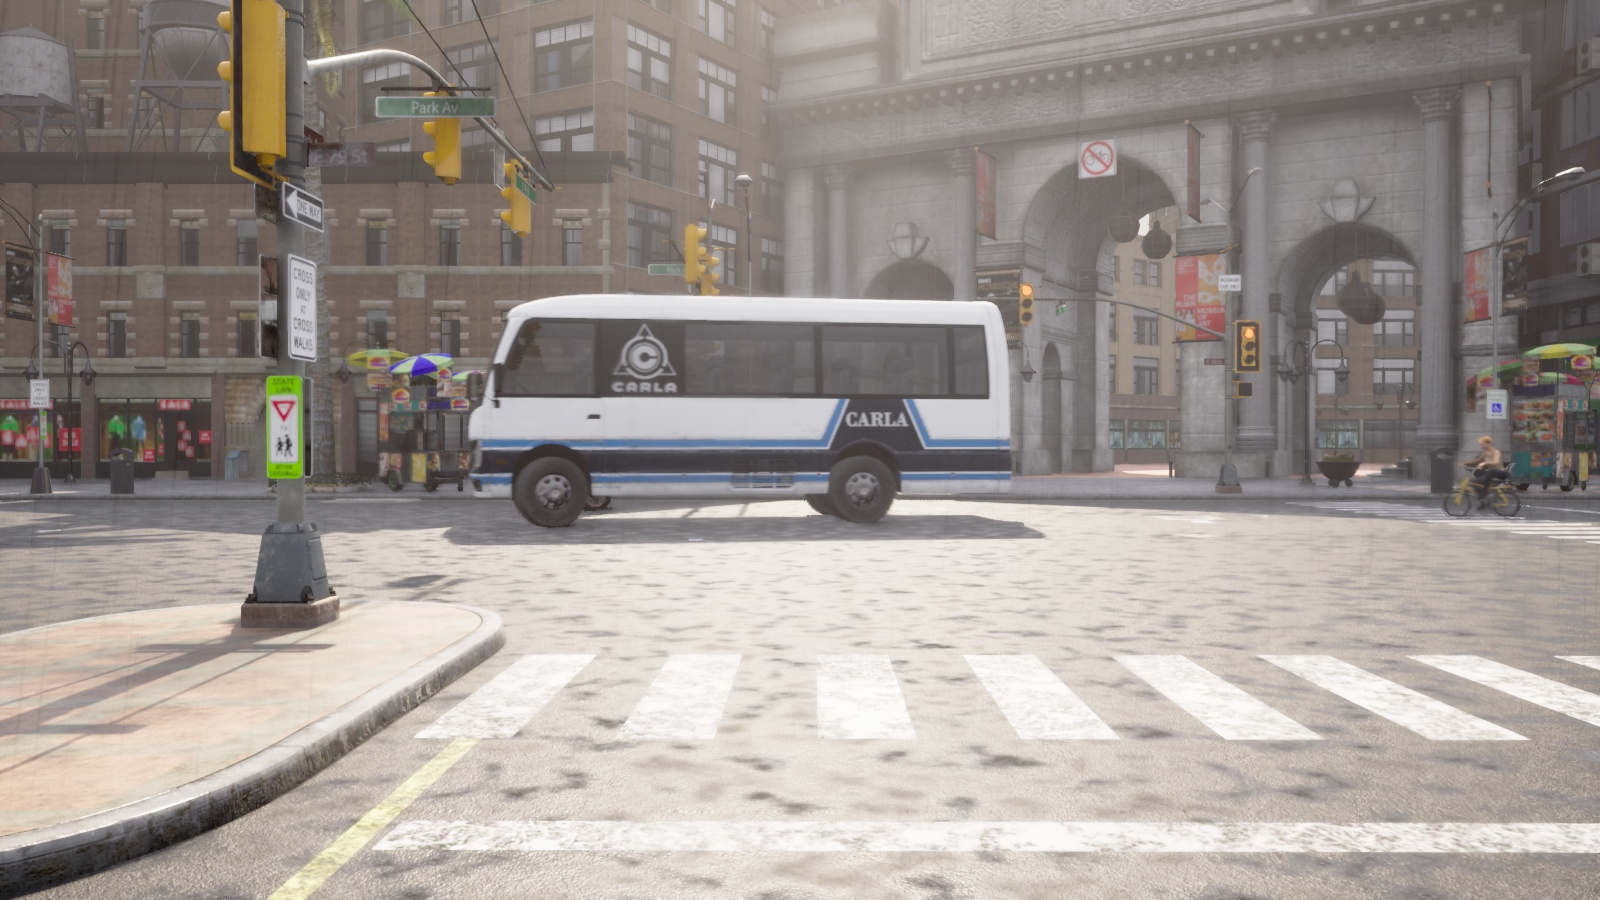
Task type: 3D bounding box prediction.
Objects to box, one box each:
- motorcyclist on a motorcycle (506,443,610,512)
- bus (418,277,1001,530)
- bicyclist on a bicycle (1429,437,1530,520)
[{"bbox_3d":[-5.479,0.616,28.492,2.191,1.530,0.866,0,0,1],"label":"motorcyclist on a motorcycle"},{"bbox_3d":[-1.738,-0.767,23.986,10.273,4.253,3.944,0,0,-11],"label":"bus"},{"bbox_3d":[13.359,0.554,24.734,1.509,1.612,0.866,0,0,1],"label":"bicyclist on a bicycle"}]
